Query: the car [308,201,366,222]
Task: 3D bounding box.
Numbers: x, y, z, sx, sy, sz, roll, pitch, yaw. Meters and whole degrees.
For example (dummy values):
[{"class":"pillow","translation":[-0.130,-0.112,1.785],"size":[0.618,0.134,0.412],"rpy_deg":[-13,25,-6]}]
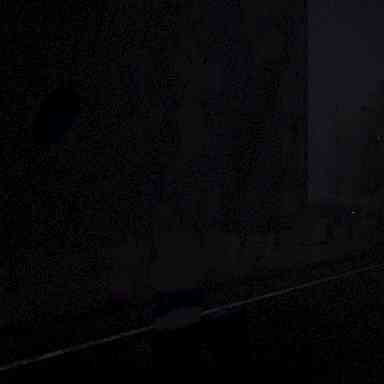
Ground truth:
[{"class":"car","translation":[11.070,1.476,26.204],"size":[2.128,1.511,4.902],"rpy_deg":[0,0,-35]}]
